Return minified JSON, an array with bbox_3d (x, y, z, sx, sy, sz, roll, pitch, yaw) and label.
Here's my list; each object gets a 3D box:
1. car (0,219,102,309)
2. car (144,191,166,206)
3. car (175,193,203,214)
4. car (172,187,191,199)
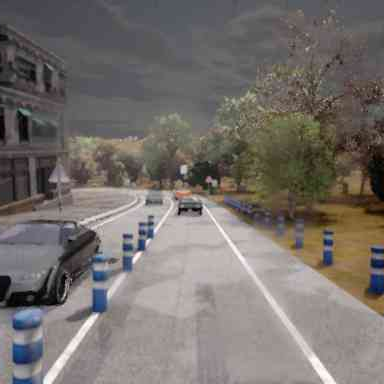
[{"bbox_3d":[-3.413,1.344,7.453,1.994,1.385,4.181,1,3,-1],"label":"car"},{"bbox_3d":[-3.869,0.645,35.165,1.837,1.490,4.892,0,1,-3],"label":"car"},{"bbox_3d":[-0.158,1.012,26.620,1.895,1.301,4.718,1,1,-1],"label":"car"},{"bbox_3d":[-1.416,0.082,43.928,2.097,1.767,4.553,-1,3,-9],"label":"car"}]
